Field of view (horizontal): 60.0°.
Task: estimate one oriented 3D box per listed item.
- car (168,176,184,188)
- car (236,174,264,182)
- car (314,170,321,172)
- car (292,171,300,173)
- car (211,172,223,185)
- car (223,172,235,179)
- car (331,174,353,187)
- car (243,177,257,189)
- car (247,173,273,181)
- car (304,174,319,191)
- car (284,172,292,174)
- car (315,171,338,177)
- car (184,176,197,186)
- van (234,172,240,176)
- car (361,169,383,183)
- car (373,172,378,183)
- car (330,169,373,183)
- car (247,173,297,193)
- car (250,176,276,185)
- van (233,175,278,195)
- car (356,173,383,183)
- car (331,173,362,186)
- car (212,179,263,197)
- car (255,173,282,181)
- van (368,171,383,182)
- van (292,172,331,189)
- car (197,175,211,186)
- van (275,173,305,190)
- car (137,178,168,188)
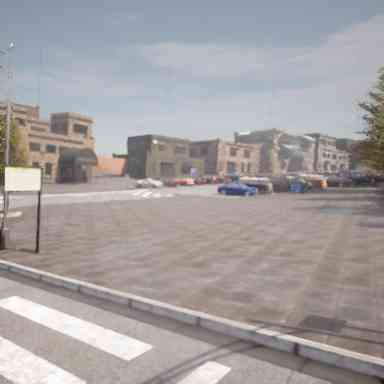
[{"bbox_3d":[-4.311,-1.552,53.463,4.792,1.488,2.163,2,5,30],"label":"car"},{"bbox_3d":[11.568,-2.894,66.524,5.008,1.535,2.097,2,5,31],"label":"car"},{"bbox_3d":[27.504,-4.145,79.443,4.674,1.452,2.002,2,5,31],"label":"car"},{"bbox_3d":[20.671,-3.635,73.902,4.892,1.521,2.231,2,6,31],"label":"car"},{"bbox_3d":[2.508,-2.270,59.053,4.553,1.767,2.185,2,6,31],"label":"car"},{"bbox_3d":[4.757,-2.334,60.955,5.008,1.535,2.097,2,5,31],"label":"car"},{"bbox_3d":[22.049,-1.624,52.346,4.892,1.521,2.231,4,7,32],"label":"car"},{"bbox_3d":[8.761,-1.362,50.554,1.837,1.490,4.892,-2,5,9],"label":"car"},{"bbox_3d":[13.870,-3.049,68.356,4.792,1.488,2.163,2,5,31],"label":"car"},{"bbox_3d":[14.898,-1.194,46.860,4.553,1.767,2.185,4,7,32],"label":"car"},{"bbox_3d":[18.395,-3.450,72.061,4.892,1.521,2.231,2,6,31],"label":"car"},{"bbox_3d":[34.343,-4.684,84.946,5.008,1.535,2.097,2,5,31],"label":"car"},{"bbox_3d":[-2.042,-1.894,55.315,4.553,1.767,2.185,2,6,30],"label":"car"},{"bbox_3d":[6.928,-2.749,62.851,4.442,1.987,1.878,2,6,31],"label":"van"},{"bbox_3d":[31.500,-2.630,59.764,5.566,2.045,2.435,4,7,31],"label":"car"},{"bbox_3d":[29.134,-2.191,57.931,4.892,1.521,2.231,4,7,31],"label":"car"},{"bbox_3d":[26.803,-2.251,56.021,5.566,2.045,2.435,4,7,31],"label":"car"},{"bbox_3d":[10.143,-0.948,43.194,5.566,2.045,2.435,4,7,32],"label":"car"},{"bbox_3d":[12.661,-2.101,59.275,4.718,1.301,1.895,-4,7,-38],"label":"car"},{"bbox_3d":[7.895,-0.730,41.304,4.442,1.987,1.878,4,7,32],"label":"van"},{"bbox_3d":[33.641,-2.585,61.773,5.366,1.575,1.946,4,7,31],"label":"car"},{"bbox_3d":[24.435,-1.783,54.191,4.792,1.488,2.163,4,7,32],"label":"car"},{"bbox_3d":[5.417,-0.327,39.570,5.008,1.535,2.097,4,7,32],"label":"car"},{"bbox_3d":[16.113,-3.266,70.225,5.008,1.535,2.097,2,5,31],"label":"car"},{"bbox_3d":[36.229,-2.979,63.479,4.442,1.987,1.878,4,7,31],"label":"van"},{"bbox_3d":[17.401,-1.472,48.600,4.442,1.987,1.878,4,7,32],"label":"van"},{"bbox_3d":[0.184,-1.930,57.229,4.792,1.488,2.163,2,6,31],"label":"car"},{"bbox_3d":[12.445,-1.113,45.065,4.442,1.987,1.878,4,7,32],"label":"van"},{"bbox_3d":[-6.610,-1.355,51.605,4.674,1.452,2.002,2,5,30],"label":"car"}]
